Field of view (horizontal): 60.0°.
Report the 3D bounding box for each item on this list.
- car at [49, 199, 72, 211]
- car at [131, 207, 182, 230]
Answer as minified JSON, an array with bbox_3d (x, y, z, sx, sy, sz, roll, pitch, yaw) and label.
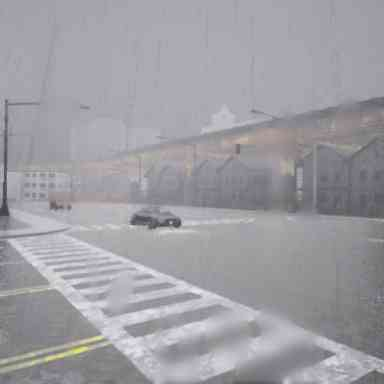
[{"bbox_3d":[-16.748,1.598,42.319,2.128,1.511,4.902,1,-1,-36],"label":"car"},{"bbox_3d":[-2.447,1.704,22.260,1.994,1.385,4.181,1,0,-36],"label":"car"}]
